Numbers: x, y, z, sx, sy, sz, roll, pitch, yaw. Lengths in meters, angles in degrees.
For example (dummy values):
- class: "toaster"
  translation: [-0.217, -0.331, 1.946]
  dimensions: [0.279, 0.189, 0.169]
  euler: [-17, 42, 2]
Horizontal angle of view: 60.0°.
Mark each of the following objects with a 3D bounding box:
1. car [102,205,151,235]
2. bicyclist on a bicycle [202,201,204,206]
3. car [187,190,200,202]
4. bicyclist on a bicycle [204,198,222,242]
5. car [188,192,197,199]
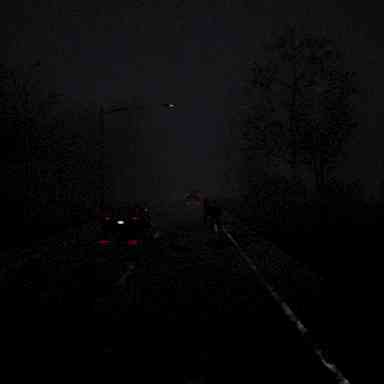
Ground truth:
- class: "car"
  translation: [-3.368, 1.389, 17.723]
  dimensions: [1.994, 1.385, 4.181]
  euler: [0, 1, 0]
- class: "bicyclist on a bicycle"
  translation: [1.011, 1.224, 23.284]
  dimensions: [0.582, 1.620, 1.656]
  euler: [0, 0, 0]
- class: "car"
  translation: [0.212, 0.641, 58.670]
  dimensions: [2.150, 2.045, 5.566]
  euler: [0, 0, 0]
- class: "bicyclist on a bicycle"
  translation: [0.994, 1.227, 14.481]
  dimensions: [0.659, 1.776, 1.843]
  euler: [0, 1, 0]
- class: "car"
  translation: [0.143, 0.804, 74.010]
  dimensions: [1.812, 1.442, 4.674]
  euler: [0, 1, 0]
